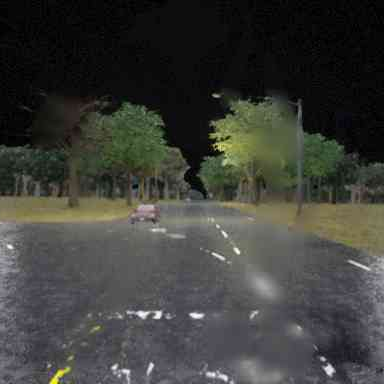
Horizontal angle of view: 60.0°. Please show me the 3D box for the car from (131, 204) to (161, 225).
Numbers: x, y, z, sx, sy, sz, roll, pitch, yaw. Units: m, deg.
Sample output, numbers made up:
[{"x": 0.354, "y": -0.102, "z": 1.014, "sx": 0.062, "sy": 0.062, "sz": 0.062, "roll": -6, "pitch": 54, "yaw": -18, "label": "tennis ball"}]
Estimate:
[{"x": -3.458, "y": 1.654, "z": 25.475, "sx": 1.812, "sy": 1.442, "sz": 4.674, "roll": 0, "pitch": -1, "yaw": 0, "label": "car"}]
